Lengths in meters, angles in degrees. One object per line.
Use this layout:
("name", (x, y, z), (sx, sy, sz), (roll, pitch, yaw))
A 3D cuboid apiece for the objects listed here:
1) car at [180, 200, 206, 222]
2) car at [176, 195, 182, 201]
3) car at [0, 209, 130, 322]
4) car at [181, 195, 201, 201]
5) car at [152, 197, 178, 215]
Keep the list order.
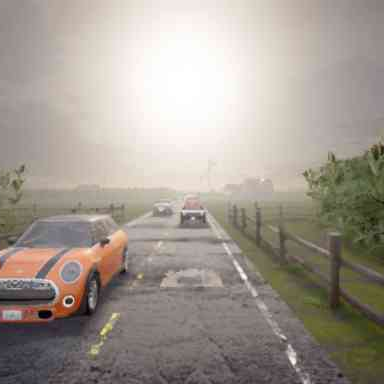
("car", (0.087, 1.568, 25.627), (1.895, 1.301, 4.718), (0, 0, 0))
("car", (-2.779, 1.425, 74.195), (2.128, 1.511, 4.902), (0, 0, 0))
("car", (-2.814, 1.340, 7.484), (2.097, 1.767, 4.553), (0, 0, 0))
("car", (0.079, 1.310, 42.377), (2.097, 1.767, 4.553), (0, 0, 0))
("car", (-2.857, 1.455, 33.413), (2.128, 1.511, 4.902), (0, 0, 0))
